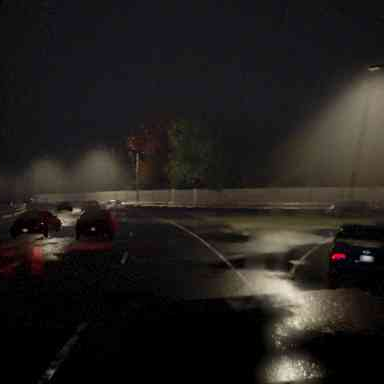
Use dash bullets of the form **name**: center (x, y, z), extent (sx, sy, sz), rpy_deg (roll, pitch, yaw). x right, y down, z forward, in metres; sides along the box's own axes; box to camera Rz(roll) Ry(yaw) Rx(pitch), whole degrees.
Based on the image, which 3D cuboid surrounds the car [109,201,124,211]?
- **car**: center (-11.349, 2.092, 49.056), extent (1.812, 1.442, 4.674), rpy_deg (0, -1, -28)

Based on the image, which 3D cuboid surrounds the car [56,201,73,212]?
- **car**: center (-17.711, 2.081, 46.118), extent (1.837, 1.490, 4.892), rpy_deg (0, 0, -28)

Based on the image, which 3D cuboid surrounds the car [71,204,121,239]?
- **car**: center (-5.267, 1.701, 18.824), extent (1.882, 1.535, 5.008), rpy_deg (0, -1, -9)

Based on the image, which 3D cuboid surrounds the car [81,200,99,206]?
- **car**: center (-14.488, 1.921, 47.509), extent (2.097, 1.767, 4.553), rpy_deg (0, -1, -28)

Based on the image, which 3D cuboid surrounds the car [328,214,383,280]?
- **car**: center (5.174, 1.618, 10.024), extent (2.033, 1.411, 5.357), rpy_deg (-1, -1, 26)

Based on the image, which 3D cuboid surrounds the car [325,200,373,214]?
- **car**: center (16.901, 1.633, 36.052), extent (4.553, 1.767, 2.097), rpy_deg (0, -1, 8)

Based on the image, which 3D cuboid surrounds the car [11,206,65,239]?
- **car**: center (-8.879, 1.775, 19.144), extent (1.812, 1.442, 4.674), rpy_deg (0, -1, -10)
